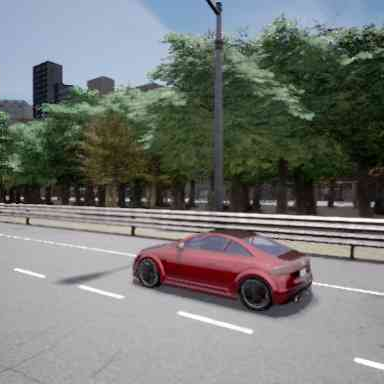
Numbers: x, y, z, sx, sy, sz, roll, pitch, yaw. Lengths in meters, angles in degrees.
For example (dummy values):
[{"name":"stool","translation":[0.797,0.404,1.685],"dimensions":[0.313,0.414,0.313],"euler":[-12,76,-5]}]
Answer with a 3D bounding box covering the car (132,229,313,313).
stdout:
[{"name":"car","translation":[0.569,1.566,7.767],"dimensions":[4.181,1.385,1.994],"euler":[0,0,36]}]
